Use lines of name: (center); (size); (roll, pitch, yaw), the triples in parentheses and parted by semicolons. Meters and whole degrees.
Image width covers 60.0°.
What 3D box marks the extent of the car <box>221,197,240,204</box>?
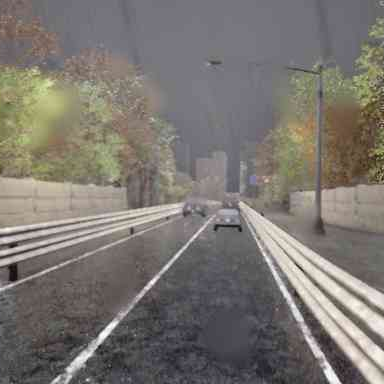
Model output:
car: (4.803, 1.692, 41.737); (2.150, 2.045, 5.566); (1, 0, 7)

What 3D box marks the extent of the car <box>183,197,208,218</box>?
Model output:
car: (0.434, 1.528, 34.376); (2.150, 2.045, 5.566); (1, 0, 7)

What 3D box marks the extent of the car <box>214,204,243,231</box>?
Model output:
car: (2.457, 1.783, 22.594); (2.033, 1.411, 5.357); (1, 0, 7)
